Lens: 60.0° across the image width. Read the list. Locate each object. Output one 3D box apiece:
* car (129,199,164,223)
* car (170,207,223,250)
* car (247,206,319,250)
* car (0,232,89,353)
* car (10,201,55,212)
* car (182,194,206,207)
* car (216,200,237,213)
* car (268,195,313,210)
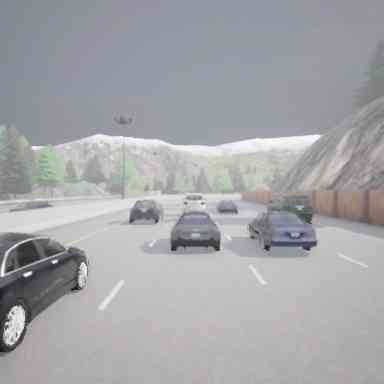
[{"bbox_3d":[-3.327,1.311,25.087,2.097,1.767,4.553,0,0,0],"label":"car"},{"bbox_3d":[0.137,1.548,14.188,1.994,1.385,4.181,0,0,0],"label":"car"},{"bbox_3d":[3.637,1.541,14.245,2.033,1.411,5.357,0,0,0],"label":"car"},{"bbox_3d":[-3.390,1.487,6.080,1.837,1.490,4.892,0,0,0],"label":"car"},{"bbox_3d":[-13.928,1.469,29.408,2.033,1.411,5.357,0,0,1],"label":"car"},{"bbox_3d":[0.199,1.182,32.671,2.150,2.045,5.566,0,0,0],"label":"car"},{"bbox_3d":[3.707,1.531,35.827,1.994,1.385,4.181,0,0,0],"label":"car"},{"bbox_3d":[7.172,1.213,24.746,2.150,2.045,5.566,0,0,0],"label":"car"}]
